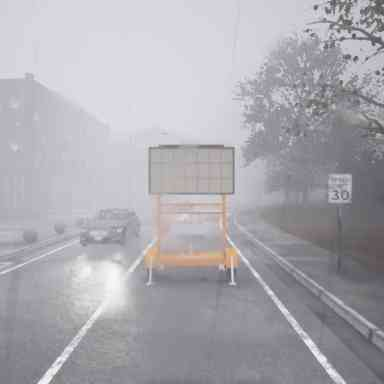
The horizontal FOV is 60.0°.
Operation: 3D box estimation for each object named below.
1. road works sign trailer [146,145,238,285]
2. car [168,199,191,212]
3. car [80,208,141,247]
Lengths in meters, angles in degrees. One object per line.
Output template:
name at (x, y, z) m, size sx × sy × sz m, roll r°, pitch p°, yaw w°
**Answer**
road works sign trailer at (-0.013, 0.467, 9.471) m, size 2.380 × 3.560 × 2.880 m, roll 0°, pitch 0°, yaw 0°
car at (-1.325, 1.525, 39.451) m, size 1.812 × 1.442 × 4.674 m, roll 0°, pitch 0°, yaw 11°
car at (-3.512, 1.495, 15.042) m, size 2.128 × 1.511 × 4.902 m, roll 0°, pitch 0°, yaw 1°
